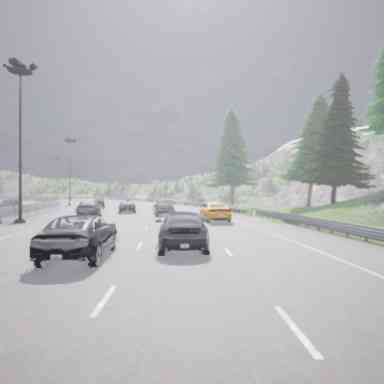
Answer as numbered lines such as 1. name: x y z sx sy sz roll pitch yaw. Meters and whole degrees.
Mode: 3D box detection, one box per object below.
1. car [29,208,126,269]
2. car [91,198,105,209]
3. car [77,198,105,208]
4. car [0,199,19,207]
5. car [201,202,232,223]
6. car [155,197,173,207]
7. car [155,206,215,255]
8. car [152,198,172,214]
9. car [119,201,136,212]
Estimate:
1. car: -3.776 1.529 11.331 2.128 1.511 4.902 0 0 -3
2. car: -14.316 1.667 50.483 1.837 1.490 4.892 1 -1 -18
3. car: -9.517 1.591 30.738 2.128 1.511 4.902 0 0 -10
4. car: -23.115 1.644 42.251 1.837 1.490 4.892 0 0 -15
5. car: 1.763 1.560 26.534 1.882 1.535 5.008 0 0 -8
6. car: -4.681 1.651 55.066 1.882 1.535 5.008 0 -1 -18
7. car: -0.408 1.549 13.546 1.837 1.490 4.892 0 0 -4
8. car: -2.920 1.654 33.593 2.033 1.411 5.357 0 0 -11
9. car: -7.793 1.728 39.686 1.895 1.301 4.718 0 0 -13
